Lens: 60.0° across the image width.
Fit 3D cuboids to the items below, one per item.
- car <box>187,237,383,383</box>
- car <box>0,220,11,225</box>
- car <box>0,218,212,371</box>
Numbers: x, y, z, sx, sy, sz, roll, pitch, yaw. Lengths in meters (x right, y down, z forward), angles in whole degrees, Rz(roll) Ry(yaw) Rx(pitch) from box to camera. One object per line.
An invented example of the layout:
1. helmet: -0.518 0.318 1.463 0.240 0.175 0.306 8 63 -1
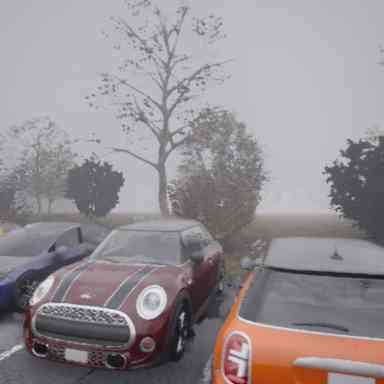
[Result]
1. car: 1.646 1.359 4.293 2.185 1.767 4.553 0 -1 16
2. car: -3.526 1.514 7.995 2.163 1.488 4.792 1 -1 16
3. car: -0.752 1.360 6.082 2.185 1.767 4.553 1 -1 16
